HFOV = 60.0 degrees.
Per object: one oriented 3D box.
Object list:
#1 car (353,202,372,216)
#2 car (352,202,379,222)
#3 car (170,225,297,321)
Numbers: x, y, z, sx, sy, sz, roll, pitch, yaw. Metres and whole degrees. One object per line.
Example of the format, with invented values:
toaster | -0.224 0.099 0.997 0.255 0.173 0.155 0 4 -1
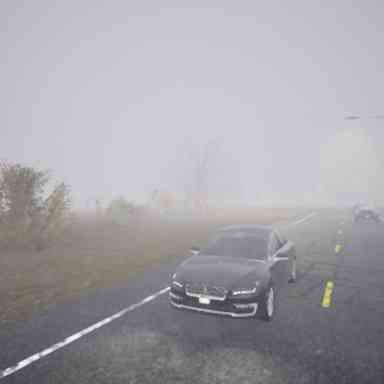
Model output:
car | 20.075 1.987 39.367 1.837 1.490 4.892 0 -1 26
car | 15.585 1.892 29.785 1.812 1.442 4.674 0 -1 25
car | 1.244 1.593 7.741 1.837 1.490 4.892 0 -1 25
